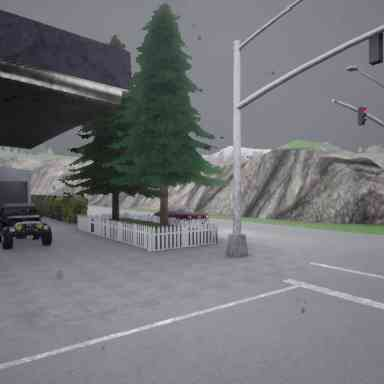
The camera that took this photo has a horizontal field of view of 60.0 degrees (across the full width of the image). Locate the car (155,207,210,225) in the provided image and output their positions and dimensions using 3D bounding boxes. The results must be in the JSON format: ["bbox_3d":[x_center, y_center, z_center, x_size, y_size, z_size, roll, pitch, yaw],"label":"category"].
[{"bbox_3d":[-0.783,1.792,24.540,1.895,1.301,4.718,0,0,-36],"label":"car"}]

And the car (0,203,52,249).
[{"bbox_3d":[-8.062,1.505,15.793,1.905,1.878,3.866,0,0,-37],"label":"car"}]
